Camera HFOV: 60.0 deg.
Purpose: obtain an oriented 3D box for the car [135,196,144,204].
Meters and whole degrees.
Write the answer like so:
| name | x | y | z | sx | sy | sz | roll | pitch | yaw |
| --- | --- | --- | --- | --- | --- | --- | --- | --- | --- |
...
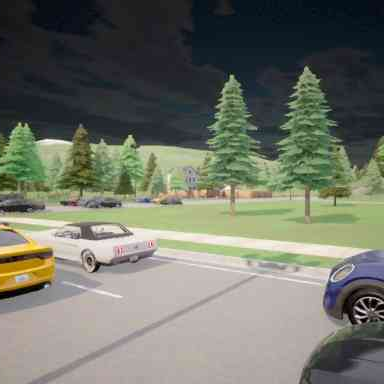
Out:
| name | x | y | z | sx | sy | sz | roll | pitch | yaw |
| --- | --- | --- | --- | --- | --- | --- | --- | --- | --- |
| car | -8.983 | 1.525 | 64.634 | 1.812 | 1.442 | 4.674 | 0 | 0 | 37 |

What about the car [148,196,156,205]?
| name | x | y | z | sx | sy | sz | roll | pitch | yaw |
| --- | --- | --- | --- | --- | --- | --- | --- | --- | --- |
| car | -4.821 | 1.478 | 58.511 | 1.882 | 1.535 | 5.008 | 0 | 0 | 36 |

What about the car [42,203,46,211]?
| name | x | y | z | sx | sy | sz | roll | pitch | yaw |
| --- | --- | --- | --- | --- | --- | --- | --- | --- | --- |
| car | -19.282 | 1.564 | 38.709 | 1.994 | 1.385 | 4.181 | 0 | 0 | 36 |

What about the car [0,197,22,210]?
| name | x | y | z | sx | sy | sz | roll | pitch | yaw |
| --- | --- | --- | --- | --- | --- | --- | --- | --- | --- |
| car | -24.914 | 1.478 | 42.866 | 1.882 | 1.535 | 5.008 | 0 | 0 | 36 |

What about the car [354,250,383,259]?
| name | x | y | z | sx | sy | sz | roll | pitch | yaw |
| --- | --- | --- | --- | --- | --- | --- | --- | --- | --- |
| car | 4.480 | 1.352 | 5.081 | 4.553 | 1.767 | 2.097 | 0 | 0 | 36 |

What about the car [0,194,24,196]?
| name | x | y | z | sx | sy | sz | roll | pitch | yaw |
| --- | --- | --- | --- | --- | --- | --- | --- | --- | --- |
| car | -22.818 | 1.219 | 39.801 | 2.150 | 2.045 | 5.566 | 0 | 0 | 36 |

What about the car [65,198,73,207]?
| name | x | y | z | sx | sy | sz | roll | pitch | yaw |
| --- | --- | --- | --- | --- | --- | --- | --- | --- | --- |
| car | -15.836 | 1.601 | 49.366 | 1.895 | 1.301 | 4.718 | 0 | 0 | 36 |

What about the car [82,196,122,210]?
| name | x | y | z | sx | sy | sz | roll | pitch | yaw |
| --- | --- | --- | --- | --- | --- | --- | --- | --- | --- |
| car | -11.401 | 1.505 | 43.574 | 1.837 | 1.490 | 4.892 | 0 | 0 | 36 |

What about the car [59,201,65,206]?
| name | x | y | z | sx | sy | sz | roll | pitch | yaw |
| --- | --- | --- | --- | --- | --- | --- | --- | --- | --- |
| car | -18.220 | 1.601 | 52.037 | 1.895 | 1.301 | 4.718 | 0 | 0 | 36 |

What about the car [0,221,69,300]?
| name | x | y | z | sx | sy | sz | roll | pitch | yaw |
| --- | --- | --- | --- | --- | --- | --- | --- | --- | --- |
| car | -5.235 | 1.478 | 7.708 | 5.008 | 1.535 | 1.882 | 0 | 0 | 35 |

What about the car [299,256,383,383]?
| name | x | y | z | sx | sy | sz | roll | pitch | yaw |
| --- | --- | --- | --- | --- | --- | --- | --- | --- | --- |
| car | 3.085 | 1.505 | 1.775 | 4.892 | 1.490 | 1.837 | 0 | 0 | 35 |

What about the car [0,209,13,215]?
| name | x | y | z | sx | sy | sz | roll | pitch | yaw |
| --- | --- | --- | --- | --- | --- | --- | --- | --- | --- |
| car | -10.861 | 1.601 | 16.006 | 4.718 | 1.301 | 1.895 | 0 | 0 | 35 |

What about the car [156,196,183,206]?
| name | x | y | z | sx | sy | sz | roll | pitch | yaw |
| --- | --- | --- | --- | --- | --- | --- | --- | --- | --- |
| car | -3.400 | 1.564 | 54.524 | 1.994 | 1.385 | 4.181 | 0 | 0 | 36 |

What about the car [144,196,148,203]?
| name | x | y | z | sx | sy | sz | roll | pitch | yaw |
| --- | --- | --- | --- | --- | --- | --- | --- | --- | --- |
| car | -6.092 | 1.493 | 62.676 | 2.128 | 1.511 | 4.902 | 0 | 0 | 36 |

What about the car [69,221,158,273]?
| name | x | y | z | sx | sy | sz | roll | pitch | yaw |
| --- | --- | --- | --- | --- | --- | --- | --- | --- | --- |
| car | -3.453 | 1.601 | 10.738 | 4.718 | 1.301 | 1.895 | 0 | 0 | 35 |

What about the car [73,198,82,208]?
| name | x | y | z | sx | sy | sz | roll | pitch | yaw |
| --- | --- | --- | --- | --- | --- | --- | --- | --- | --- |
| car | -13.680 | 1.352 | 46.386 | 2.097 | 1.767 | 4.553 | 0 | 0 | 36 |

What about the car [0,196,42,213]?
| name | x | y | z | sx | sy | sz | roll | pitch | yaw |
| --- | --- | --- | --- | --- | --- | --- | --- | --- | --- |
| car | -18.384 | 1.505 | 33.956 | 1.837 | 1.490 | 4.892 | 0 | 0 | 36 |
